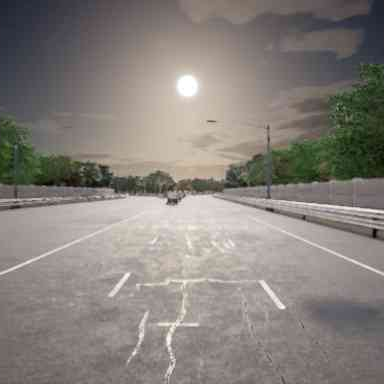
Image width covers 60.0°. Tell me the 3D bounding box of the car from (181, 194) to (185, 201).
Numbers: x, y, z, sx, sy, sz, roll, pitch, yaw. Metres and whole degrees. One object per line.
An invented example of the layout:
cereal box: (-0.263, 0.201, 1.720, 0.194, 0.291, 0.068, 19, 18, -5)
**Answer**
car: (-3.507, 1.344, 79.709, 2.097, 1.767, 4.553, 0, 0, 0)

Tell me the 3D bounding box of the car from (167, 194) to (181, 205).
car: (-3.505, 1.461, 61.040, 1.882, 1.535, 5.008, 0, 0, 0)
